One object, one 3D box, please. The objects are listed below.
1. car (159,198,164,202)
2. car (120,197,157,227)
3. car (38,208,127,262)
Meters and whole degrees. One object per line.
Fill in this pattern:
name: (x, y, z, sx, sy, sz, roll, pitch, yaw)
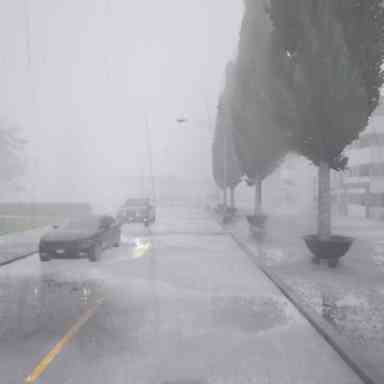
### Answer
car: (-9.040, 2.156, 85.151, 3.633, 1.501, 1.845, 0, 0, 0)
car: (-4.037, 1.440, 24.903, 2.150, 2.045, 5.566, 0, 0, 1)
car: (-4.055, 1.591, 12.799, 1.882, 1.535, 5.008, 0, -1, 0)
